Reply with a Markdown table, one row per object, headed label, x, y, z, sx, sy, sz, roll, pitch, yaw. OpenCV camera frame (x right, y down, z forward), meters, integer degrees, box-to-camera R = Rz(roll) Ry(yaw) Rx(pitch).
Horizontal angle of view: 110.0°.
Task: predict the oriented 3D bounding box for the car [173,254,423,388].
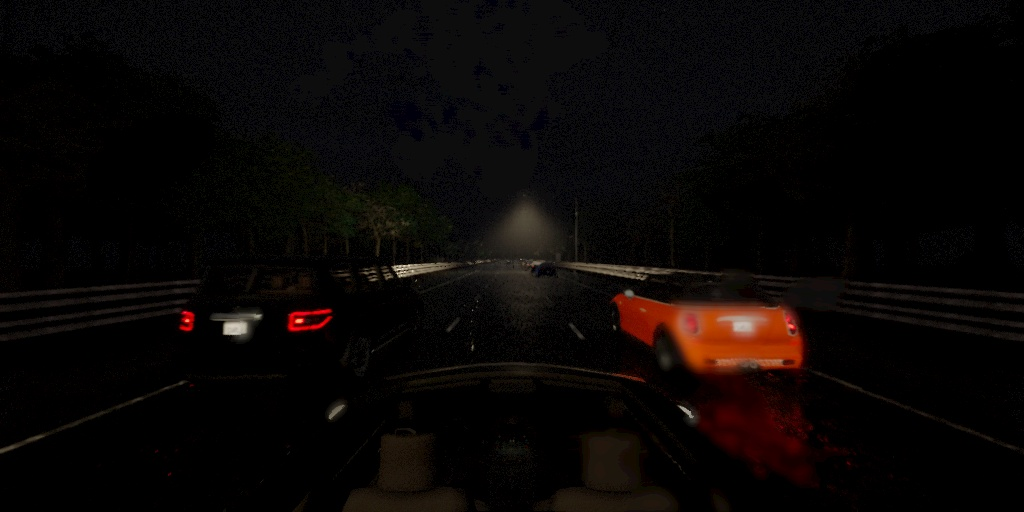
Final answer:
| label | x | y | z | sx | sy | sz | roll | pitch | yaw |
| --- | --- | --- | --- | --- | --- | --- | --- | --- | --- |
| car | -3.399 | 1.003 | 7.096 | 2.150 | 2.045 | 5.566 | 0 | 0 | 0 |

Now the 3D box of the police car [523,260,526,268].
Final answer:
| label | x | y | z | sx | sy | sz | roll | pitch | yaw |
| --- | --- | --- | --- | --- | --- | --- | --- | --- | --- |
| police car | 3.329 | 1.598 | 59.290 | 2.038 | 1.542 | 4.974 | 0 | 0 | 0 |

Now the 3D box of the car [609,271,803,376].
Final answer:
| label | x | y | z | sx | sy | sz | roll | pitch | yaw |
| --- | --- | --- | --- | --- | --- | --- | --- | --- | --- |
| car | 3.600 | 1.137 | 7.687 | 2.097 | 1.767 | 4.553 | 0 | 0 | 0 |

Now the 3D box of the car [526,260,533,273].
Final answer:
| label | x | y | z | sx | sy | sz | roll | pitch | yaw |
| --- | --- | --- | --- | --- | --- | --- | --- | --- | --- |
| car | 3.401 | 1.532 | 48.320 | 2.163 | 1.488 | 4.792 | 0 | 0 | 0 |

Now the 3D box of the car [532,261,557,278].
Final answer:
| label | x | y | z | sx | sy | sz | roll | pitch | yaw |
| --- | --- | --- | --- | --- | --- | --- | --- | --- | --- |
| car | 3.473 | 1.439 | 37.291 | 1.882 | 1.535 | 5.008 | 0 | 0 | 0 |
